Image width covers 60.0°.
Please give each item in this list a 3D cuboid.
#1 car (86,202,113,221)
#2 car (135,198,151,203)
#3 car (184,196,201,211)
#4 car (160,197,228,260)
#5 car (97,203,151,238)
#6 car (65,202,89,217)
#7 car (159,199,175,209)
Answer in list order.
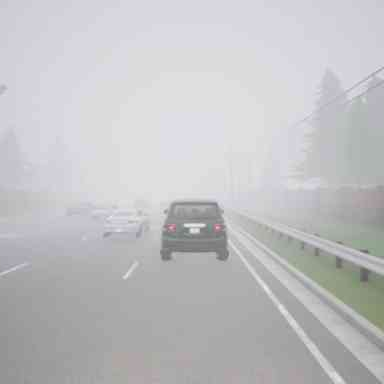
[{"bbox_3d":[-6.950,1.669,27.783,1.895,1.301,4.718,0,0,0],"label":"car"},{"bbox_3d":[-6.986,1.590,47.481,1.882,1.535,5.008,0,0,0],"label":"car"},{"bbox_3d":[0.023,1.447,42.855,2.097,1.767,4.553,0,0,0],"label":"car"},{"bbox_3d":[0.076,1.251,12.651,2.150,2.045,5.566,0,0,0],"label":"car"},{"bbox_3d":[-3.432,1.569,17.884,1.812,1.442,4.674,0,0,0],"label":"car"},{"bbox_3d":[-10.478,1.629,32.095,2.033,1.411,5.357,0,0,0],"label":"car"},{"bbox_3d":[-3.486,1.710,47.547,1.895,1.301,4.718,0,0,0],"label":"car"}]
